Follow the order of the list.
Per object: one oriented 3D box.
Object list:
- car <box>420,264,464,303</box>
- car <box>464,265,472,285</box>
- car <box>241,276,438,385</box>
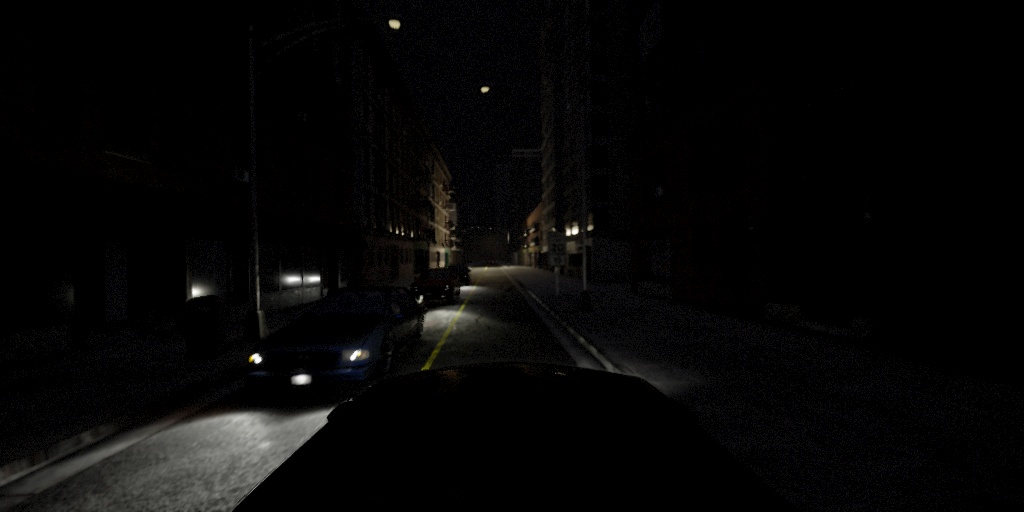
[{"bbox_3d":[-3.650,1.341,17.680,1.882,1.535,5.008,-1,0,-3],"label":"car"},{"bbox_3d":[-4.206,1.421,28.083,1.837,1.490,4.892,-1,0,-3],"label":"car"},{"bbox_3d":[-3.108,1.364,7.697,2.033,1.411,5.357,-1,0,-3],"label":"car"}]
